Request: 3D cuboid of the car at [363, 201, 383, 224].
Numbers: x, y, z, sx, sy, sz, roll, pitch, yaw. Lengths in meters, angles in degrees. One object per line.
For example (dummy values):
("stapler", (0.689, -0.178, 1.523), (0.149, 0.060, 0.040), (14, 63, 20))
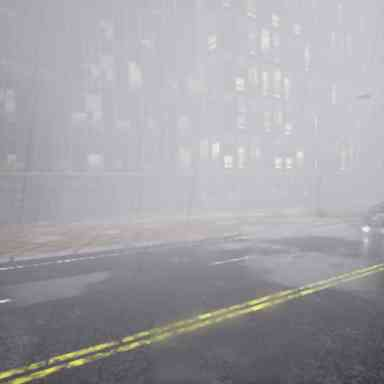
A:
("car", (12.502, 1.222, 20.582), (4.674, 1.442, 1.812), (-1, 1, -35))
